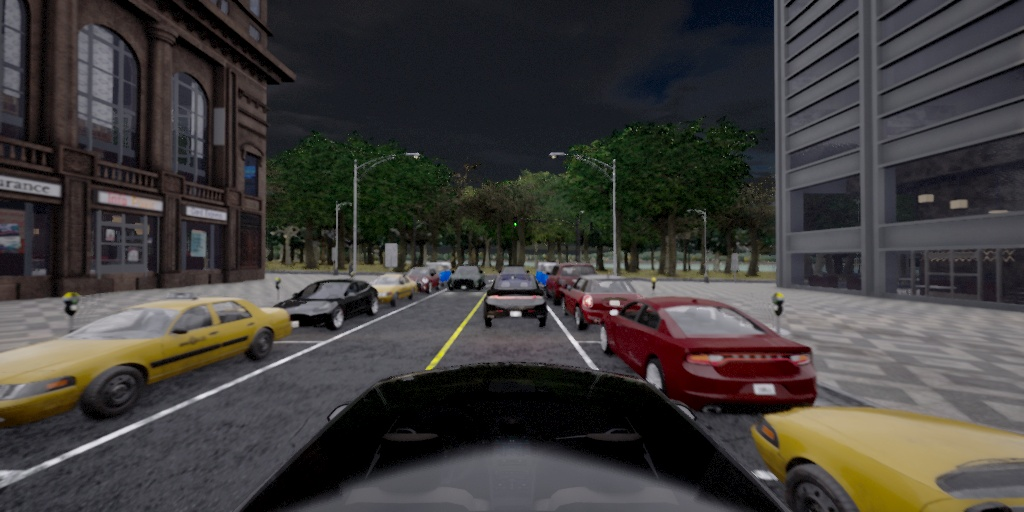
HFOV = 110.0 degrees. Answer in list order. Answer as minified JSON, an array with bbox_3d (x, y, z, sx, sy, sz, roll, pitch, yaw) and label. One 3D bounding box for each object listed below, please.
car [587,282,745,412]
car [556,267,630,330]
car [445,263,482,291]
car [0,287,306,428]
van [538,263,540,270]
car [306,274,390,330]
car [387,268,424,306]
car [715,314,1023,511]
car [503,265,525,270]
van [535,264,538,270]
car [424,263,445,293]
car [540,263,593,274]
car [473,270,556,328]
[{"bbox_3d":[2.763,1.349,6.146,1.888,1.381,4.507,0,0,0],"label":"car"},{"bbox_3d":[2.765,1.311,11.583,1.967,1.591,4.097,0,0,0],"label":"car"},{"bbox_3d":[-3.000,1.384,24.548,2.097,1.767,4.553,0,-1,0],"label":"car"},{"bbox_3d":[-5.762,1.330,5.979,1.751,1.417,4.829,0,0,0],"label":"car"},{"bbox_3d":[2.769,1.348,22.457,1.690,1.789,3.998,0,0,0],"label":"van"},{"bbox_3d":[-5.760,1.438,11.586,1.948,1.339,4.313,0,0,0],"label":"car"},{"bbox_3d":[-5.758,1.465,16.853,1.751,1.417,4.829,0,0,0],"label":"car"},{"bbox_3d":[2.761,1.263,0.879,1.751,1.417,4.829,0,0,0],"label":"car"},{"bbox_3d":[0.113,1.381,24.185,2.097,1.767,4.553,0,-1,0],"label":"car"},{"bbox_3d":[2.771,1.416,27.894,1.690,1.789,3.998,0,0,0],"label":"van"},{"bbox_3d":[-5.756,1.447,22.460,1.967,1.591,4.097,0,0,0],"label":"car"},{"bbox_3d":[2.767,1.254,17.020,2.192,1.841,5.009,0,0,0],"label":"car"},{"bbox_3d":[0.101,1.367,11.987,2.128,1.511,4.902,0,-1,0],"label":"car"}]
